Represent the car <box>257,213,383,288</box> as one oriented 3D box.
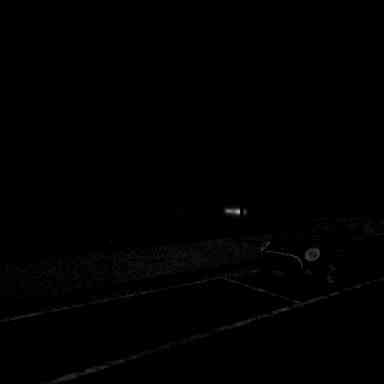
[{"bbox_3d":[3.693,1.439,9.158,4.097,1.590,1.967,0,0,-35],"label":"car"}]
